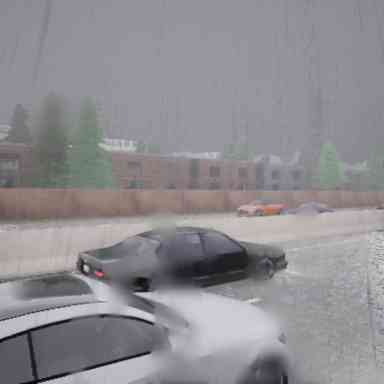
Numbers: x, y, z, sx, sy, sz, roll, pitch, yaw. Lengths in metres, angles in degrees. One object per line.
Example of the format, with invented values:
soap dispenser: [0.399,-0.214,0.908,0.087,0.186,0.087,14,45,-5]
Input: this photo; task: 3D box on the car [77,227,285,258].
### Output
car: [-0.045,1.563,8.012,5.357,1.411,2.033,0,0,-36]

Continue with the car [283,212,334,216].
car: [10.305,1.611,28.530,4.674,1.442,1.812,1,0,-35]

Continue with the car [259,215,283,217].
car: [6.226,1.428,29.920,4.553,1.767,2.097,0,0,-35]

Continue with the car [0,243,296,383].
car: [-1.083,1.528,2.975,4.674,1.442,1.812,0,0,-35]
